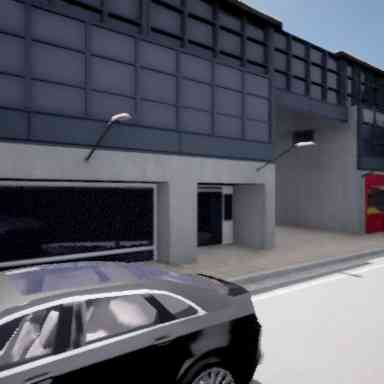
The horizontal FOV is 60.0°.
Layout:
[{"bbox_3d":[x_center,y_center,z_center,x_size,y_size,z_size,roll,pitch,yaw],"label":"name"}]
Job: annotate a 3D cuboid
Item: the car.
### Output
[{"bbox_3d":[-1.493,1.493,2.924,4.902,1.511,2.128,0,0,-36],"label":"car"}]
